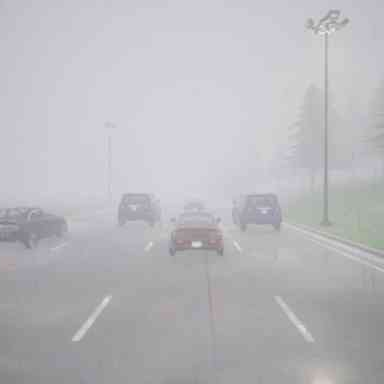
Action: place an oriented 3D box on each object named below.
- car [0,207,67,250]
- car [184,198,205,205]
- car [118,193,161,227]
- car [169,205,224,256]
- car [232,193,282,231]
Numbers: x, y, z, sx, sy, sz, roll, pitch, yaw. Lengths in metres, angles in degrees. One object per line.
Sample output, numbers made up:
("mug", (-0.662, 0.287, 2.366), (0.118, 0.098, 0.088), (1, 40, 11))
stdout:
("car", (-6.840, 1.377, 13.843), (2.128, 1.511, 4.902), (0, 0, 0))
("car", (0.245, 1.274, 32.138), (1.812, 1.442, 4.674), (0, 0, 0))
("car", (-3.304, 1.048, 21.656), (2.150, 2.045, 5.566), (0, 0, 0))
("car", (0.154, 1.426, 12.606), (1.812, 1.442, 4.674), (0, 1, 0))
("car", (3.687, 1.070, 19.618), (2.150, 2.045, 5.566), (0, 0, 0))
